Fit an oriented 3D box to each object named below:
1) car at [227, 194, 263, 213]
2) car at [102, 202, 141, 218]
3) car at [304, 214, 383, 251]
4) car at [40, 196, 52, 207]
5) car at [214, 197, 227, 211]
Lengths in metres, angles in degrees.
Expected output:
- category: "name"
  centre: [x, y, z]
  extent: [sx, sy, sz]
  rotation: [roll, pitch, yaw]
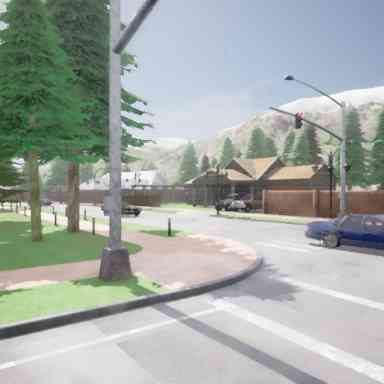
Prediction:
- category: "car"
  centre: [6.234, 1.155, 34.831]
  extent: [4.605, 1.855, 1.932]
  rotation: [0, 0, -37]
- category: "car"
  centre: [-6.444, 1.584, 30.344]
  extent: [1.895, 1.301, 4.718]
  rotation: [0, 0, -37]
- category: "car"
  centre: [6.971, 1.540, 12.571]
  extent: [2.033, 1.411, 5.357]
  rotation: [0, 0, -38]
- category: "car"
  centre: [-23.176, 1.336, 50.953]
  extent: [2.097, 1.767, 4.553]
  rotation: [0, 0, -45]
- category: "car"
  centre: [4.411, 1.157, 36.606]
  extent: [3.866, 1.878, 1.905]
  rotation: [0, 0, -37]
